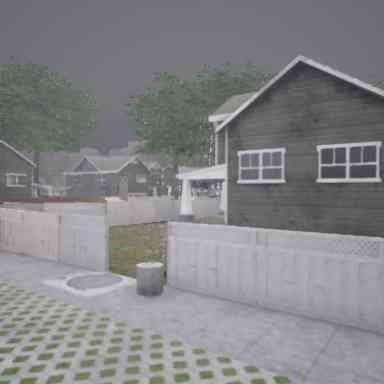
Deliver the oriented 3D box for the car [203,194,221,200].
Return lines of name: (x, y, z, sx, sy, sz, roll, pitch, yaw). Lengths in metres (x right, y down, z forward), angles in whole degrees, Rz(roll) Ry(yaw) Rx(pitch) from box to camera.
car: (3.641, 1.283, 49.629, 2.150, 2.045, 5.566, 1, 0, 36)
